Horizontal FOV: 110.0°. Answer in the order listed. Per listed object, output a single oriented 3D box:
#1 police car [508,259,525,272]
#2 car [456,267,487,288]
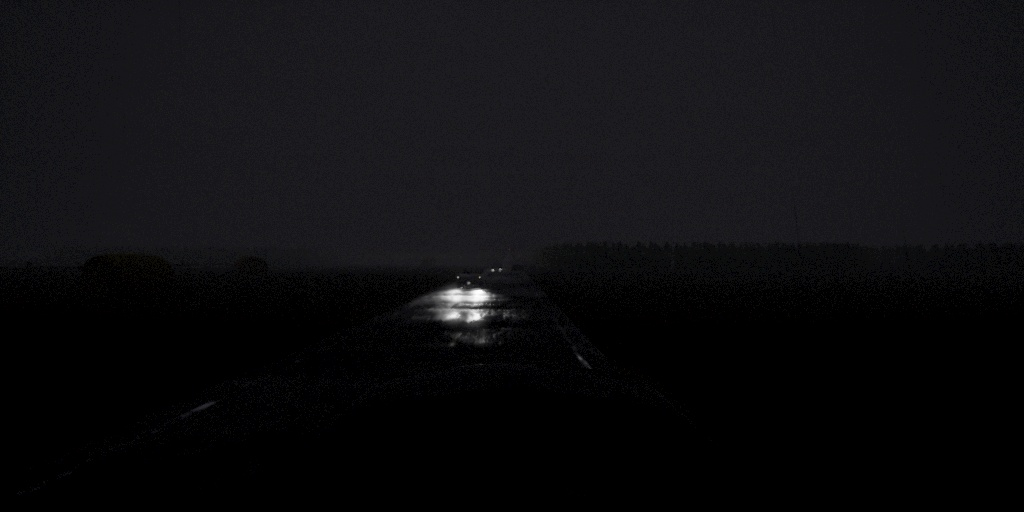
[{"bbox_3d":[0.813,1.460,52.365,1.930,1.638,5.238,0,0,0],"label":"police car"},{"bbox_3d":[-2.850,1.501,25.887,1.895,1.301,4.718,0,0,0],"label":"car"}]
